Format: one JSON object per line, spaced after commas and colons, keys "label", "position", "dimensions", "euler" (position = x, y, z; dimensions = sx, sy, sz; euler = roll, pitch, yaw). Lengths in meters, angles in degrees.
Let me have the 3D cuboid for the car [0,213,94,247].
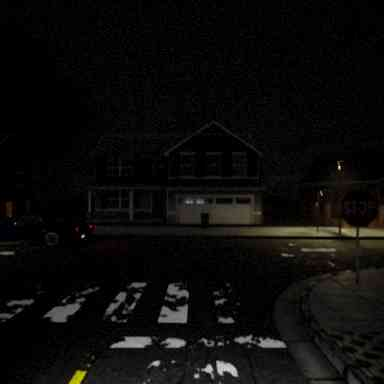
{"label": "car", "position": [-6.874, 1.579, 14.477], "dimensions": [4.718, 1.301, 1.895], "euler": [0, 0, 7]}
